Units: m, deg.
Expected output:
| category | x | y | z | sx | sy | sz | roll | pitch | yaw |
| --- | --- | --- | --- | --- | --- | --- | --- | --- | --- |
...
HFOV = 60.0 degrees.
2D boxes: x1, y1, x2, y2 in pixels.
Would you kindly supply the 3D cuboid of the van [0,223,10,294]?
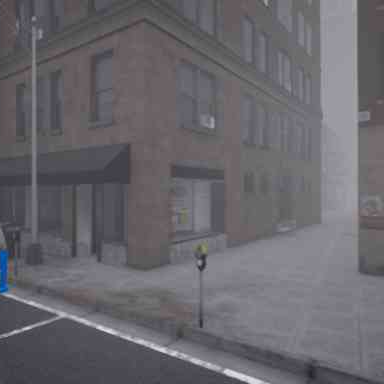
| category | x | y | z | sx | sy | sz | roll | pitch | yaw |
| --- | --- | --- | --- | --- | --- | --- | --- | --- | --- |
| van | -5.519 | 1.389 | 7.011 | 3.998 | 1.788 | 1.690 | 0 | 0 | 35 |
